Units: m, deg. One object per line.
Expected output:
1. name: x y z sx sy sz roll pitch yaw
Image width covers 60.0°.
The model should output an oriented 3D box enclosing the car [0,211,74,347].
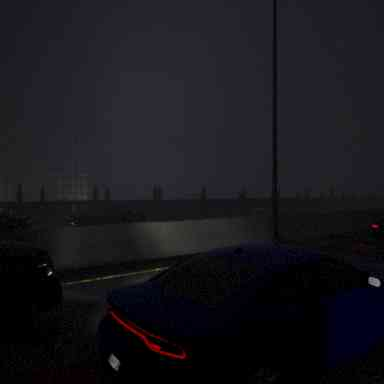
1. car: -4.832 1.222 4.599 5.566 2.045 2.150 0 0 -36

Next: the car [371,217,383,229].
1. car: 10.286 1.535 15.384 5.357 1.411 2.033 0 0 -35

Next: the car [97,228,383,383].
1. car: 1.264 1.475 4.649 5.008 1.535 1.882 0 0 -36

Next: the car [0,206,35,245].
1. car: -9.649 1.477 14.306 5.008 1.535 1.882 0 0 -35

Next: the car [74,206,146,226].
1. car: -5.491 1.595 21.571 4.718 1.301 1.895 0 0 -35
